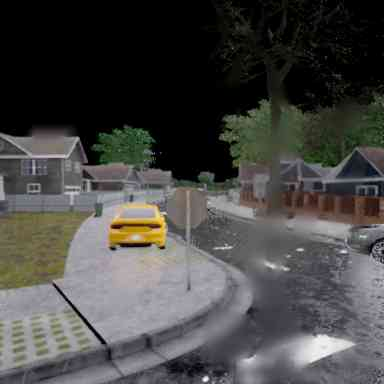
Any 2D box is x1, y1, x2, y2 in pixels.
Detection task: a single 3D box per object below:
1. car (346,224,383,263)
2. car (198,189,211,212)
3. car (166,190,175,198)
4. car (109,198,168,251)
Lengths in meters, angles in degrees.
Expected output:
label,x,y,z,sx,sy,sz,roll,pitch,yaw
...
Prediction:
label,x,y,z,sx,sy,sz,roll,pitch,yaw
car,7.492,1.436,10.334,4.902,1.511,2.128,2,2,18
car,0.346,0.747,31.537,2.150,2.045,5.566,-1,1,-8
car,-2.916,0.520,52.976,2.097,1.767,4.553,-1,1,4
car,-1.977,1.216,12.939,1.882,1.535,5.008,0,1,-5
